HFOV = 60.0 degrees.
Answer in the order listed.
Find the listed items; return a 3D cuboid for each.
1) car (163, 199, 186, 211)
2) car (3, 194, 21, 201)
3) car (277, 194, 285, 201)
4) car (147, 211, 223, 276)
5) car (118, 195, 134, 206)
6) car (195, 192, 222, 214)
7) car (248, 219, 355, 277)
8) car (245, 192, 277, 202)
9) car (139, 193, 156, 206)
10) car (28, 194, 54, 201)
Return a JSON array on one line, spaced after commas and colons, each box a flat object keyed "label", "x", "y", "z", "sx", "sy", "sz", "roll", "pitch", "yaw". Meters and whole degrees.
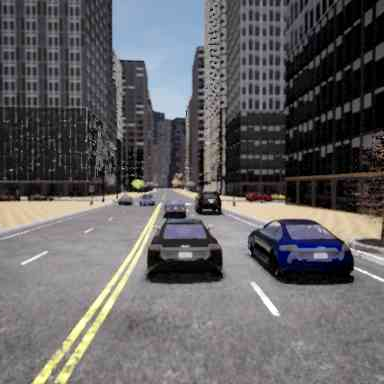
[{"label": "car", "x": -1.454, "y": 1.334, "z": 28.344, "sx": 2.033, "sy": 1.411, "sz": 5.357, "roll": 0, "pitch": 0, "yaw": -4}, {"label": "car", "x": -32.245, "y": 1.031, "z": 58.266, "sx": 4.206, "sy": 1.307, "sz": 1.802, "roll": 0, "pitch": 1, "yaw": -3}, {"label": "car", "x": 17.279, "y": 1.054, "z": 69.560, "sx": 4.829, "sy": 1.417, "sz": 1.752, "roll": 0, "pitch": 1, "yaw": -3}, {"label": "car", "x": -0.250, "y": 1.488, "z": 10.107, "sx": 1.994, "sy": 1.385, "sz": 4.181, "roll": 0, "pitch": 0, "yaw": -3}, {"label": "car", "x": -9.587, "y": 1.190, "z": 48.539, "sx": 2.033, "sy": 1.411, "sz": 5.357, "roll": 0, "pitch": 0, "yaw": -4}, {"label": "car", "x": 1.524, "y": 0.968, "z": 32.153, "sx": 2.150, "sy": 2.045, "sz": 5.566, "roll": 0, "pitch": 0, "yaw": -4}, {"label": "car", "x": 3.003, "y": 1.481, "z": 9.981, "sx": 1.994, "sy": 1.385, "sz": 4.181, "roll": 0, "pitch": 0, "yaw": -2}, {"label": "car", "x": 12.294, "y": 1.013, "z": 60.883, "sx": 5.009, "sy": 1.841, "sz": 2.192, "roll": 0, "pitch": 1, "yaw": -3}, {"label": "car", "x": -6.200, "y": 1.001, "z": 46.547, "sx": 2.097, "sy": 1.767, "sz": 4.553, "roll": 0, "pitch": 1, "yaw": -4}, {"label": "car", "x": -26.566, "y": 1.048, "z": 58.550, "sx": 4.313, "sy": 1.339, "sz": 1.947, "roll": 0, "pitch": 1, "yaw": -3}]
